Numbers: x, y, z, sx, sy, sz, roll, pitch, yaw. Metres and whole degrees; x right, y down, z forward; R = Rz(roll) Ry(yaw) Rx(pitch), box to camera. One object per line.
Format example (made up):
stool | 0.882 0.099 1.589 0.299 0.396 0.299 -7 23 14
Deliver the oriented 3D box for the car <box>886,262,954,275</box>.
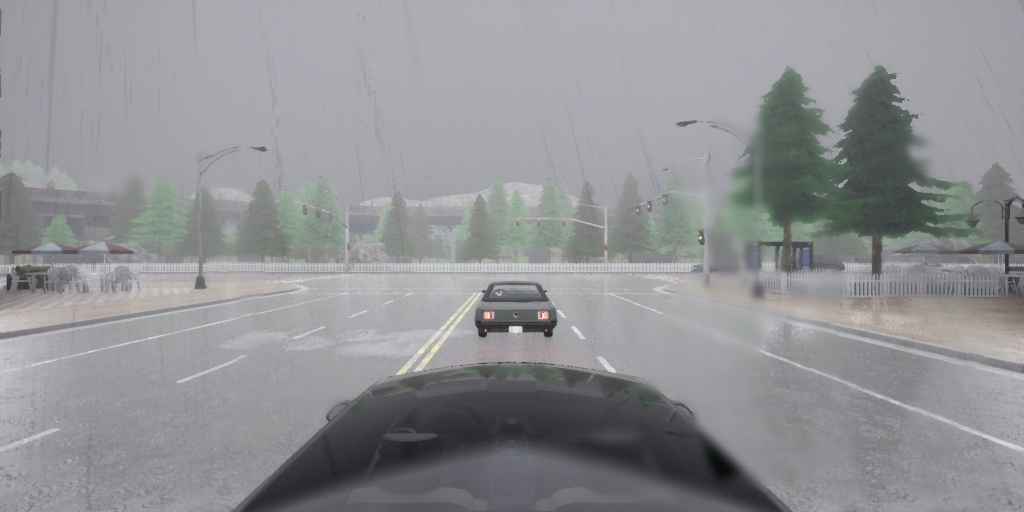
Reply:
car | 41.808 1.295 36.746 4.718 1.301 1.895 0 0 10

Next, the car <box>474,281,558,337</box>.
car | 0.074 1.351 10.216 1.895 1.301 4.718 0 0 0

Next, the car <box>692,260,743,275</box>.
car | 21.489 1.186 37.649 4.902 1.511 2.128 0 0 0

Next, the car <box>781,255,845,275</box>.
car | 31.523 0.916 37.585 5.566 2.045 2.150 0 0 1
